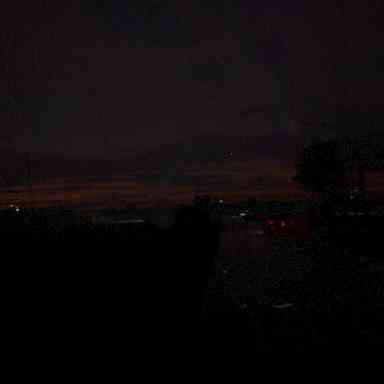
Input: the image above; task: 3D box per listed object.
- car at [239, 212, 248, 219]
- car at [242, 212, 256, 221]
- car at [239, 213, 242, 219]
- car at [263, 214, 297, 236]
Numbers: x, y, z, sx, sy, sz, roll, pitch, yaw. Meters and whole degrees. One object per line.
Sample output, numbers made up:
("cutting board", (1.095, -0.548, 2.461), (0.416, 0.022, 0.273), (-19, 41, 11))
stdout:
("car", (13.246, 6.031, 86.096), (2.128, 1.511, 4.902), (-3, -4, 6))
("car", (10.621, 4.561, 60.680), (1.812, 1.442, 4.674), (-3, -3, 6))
("car", (12.157, 5.524, 75.910), (1.895, 1.301, 4.718), (-3, -4, 6))
("car", (6.960, 2.535, 26.693), (2.097, 1.767, 4.553), (-2, -4, 6))
